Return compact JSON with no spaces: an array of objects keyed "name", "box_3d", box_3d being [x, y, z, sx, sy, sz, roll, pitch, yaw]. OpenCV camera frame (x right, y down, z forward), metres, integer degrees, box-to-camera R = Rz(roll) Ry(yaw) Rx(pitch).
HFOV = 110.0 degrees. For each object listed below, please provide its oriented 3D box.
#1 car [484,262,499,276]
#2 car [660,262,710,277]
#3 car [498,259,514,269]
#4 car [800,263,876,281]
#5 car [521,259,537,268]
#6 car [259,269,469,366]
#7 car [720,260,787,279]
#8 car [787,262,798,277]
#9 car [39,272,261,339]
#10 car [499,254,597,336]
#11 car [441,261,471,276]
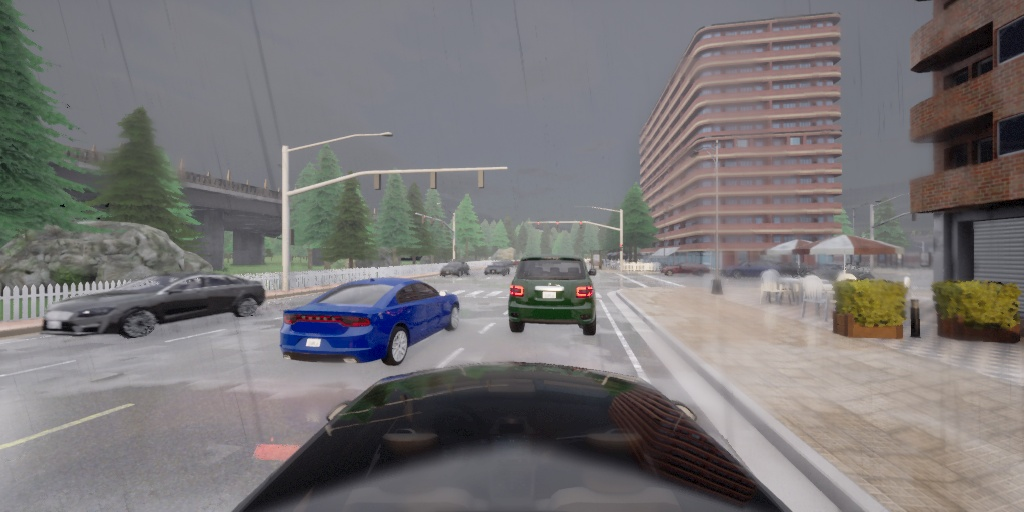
[{"name":"car","box_3d":[-1.464,1.327,36.174,1.994,1.385,4.181,0,0,10]},{"name":"car","box_3d":[17.701,1.331,36.793,4.674,1.442,1.812,0,0,13]},{"name":"car","box_3d":[-0.946,1.255,59.153,1.837,1.490,4.892,0,0,10]},{"name":"car","box_3d":[25.521,1.369,28.055,4.181,1.385,1.994,0,0,10]},{"name":"car","box_3d":[2.877,1.241,60.669,2.128,1.511,4.902,0,0,10]},{"name":"car","box_3d":[-2.709,1.228,8.141,1.882,1.535,5.008,0,0,11]},{"name":"car","box_3d":[21.519,1.157,32.484,4.553,1.767,2.097,0,0,10]},{"name":"car","box_3d":[26.616,1.310,35.121,4.892,1.490,1.837,0,0,10]},{"name":"car","box_3d":[-9.602,1.241,10.265,2.128,1.511,4.902,0,0,10]},{"name":"car","box_3d":[1.320,0.971,10.720,2.150,2.045,5.566,0,0,10]},{"name":"car","box_3d":[-5.343,1.260,34.348,1.837,1.490,4.892,0,0,10]}]
